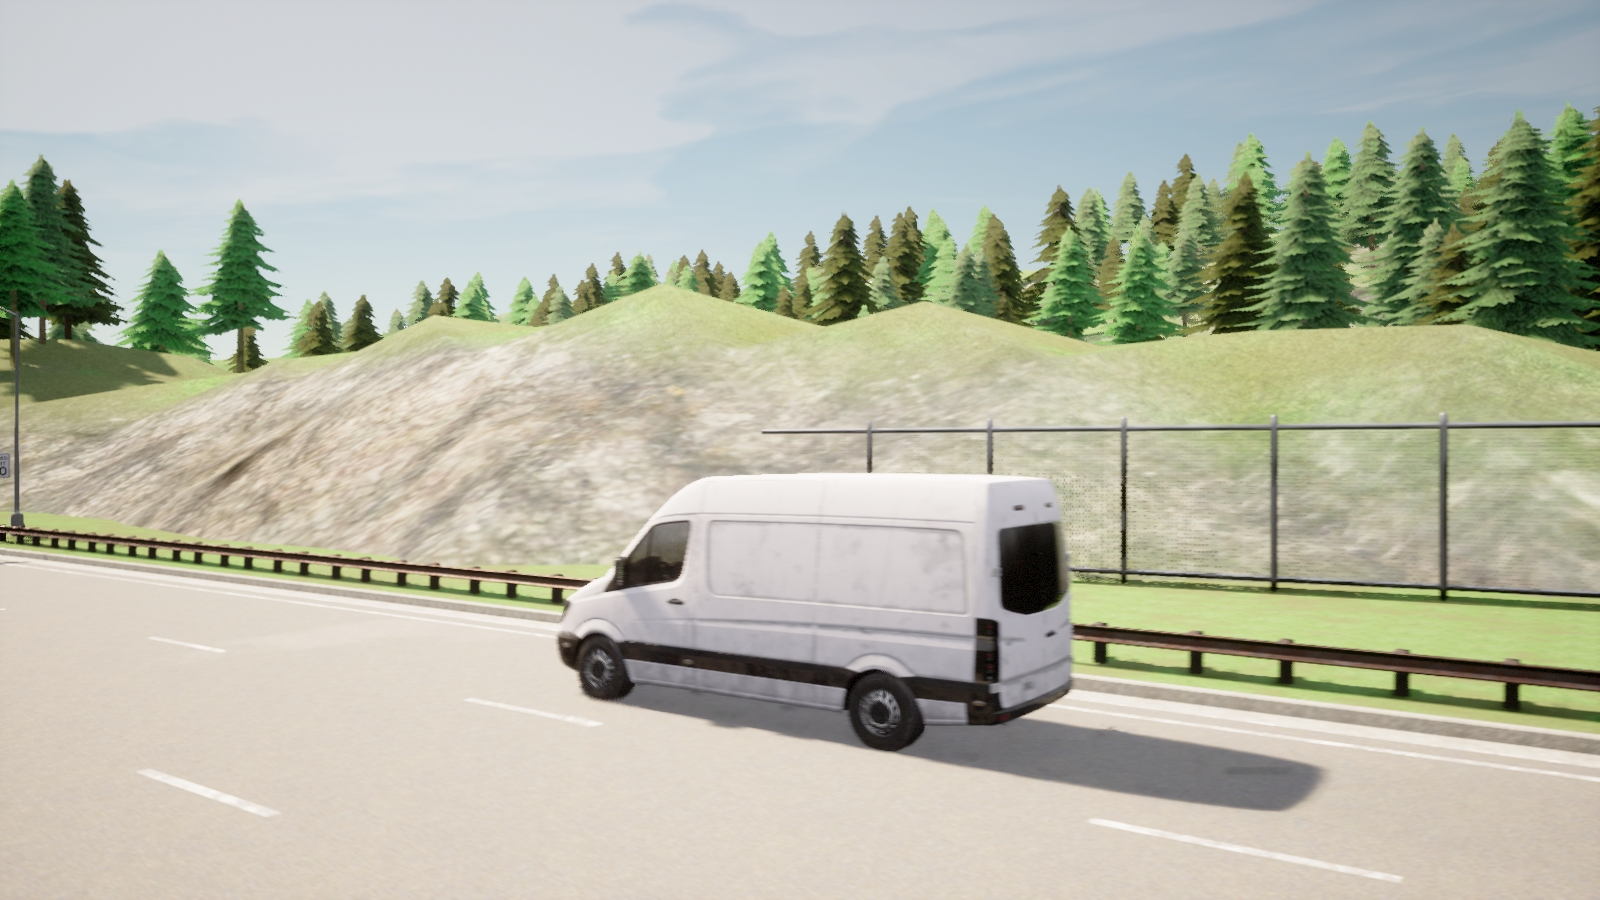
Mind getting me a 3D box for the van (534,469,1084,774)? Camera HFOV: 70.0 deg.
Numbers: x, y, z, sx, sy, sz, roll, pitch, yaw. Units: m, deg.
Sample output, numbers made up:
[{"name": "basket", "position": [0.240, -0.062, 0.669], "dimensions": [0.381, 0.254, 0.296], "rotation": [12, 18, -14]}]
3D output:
[{"name": "van", "position": [-0.117, 1.535, 12.438], "dimensions": [5.915, 2.561, 1.988], "rotation": [0, 0, 35]}]
